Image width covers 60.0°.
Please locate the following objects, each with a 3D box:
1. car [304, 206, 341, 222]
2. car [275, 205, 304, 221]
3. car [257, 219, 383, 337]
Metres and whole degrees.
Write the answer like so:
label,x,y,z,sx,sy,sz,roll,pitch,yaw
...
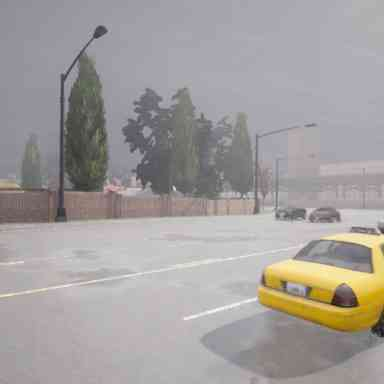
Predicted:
label,x,y,z,sx,sy,sz,roll,pitch,yaw
car,12.246,2.058,30.405,1.812,1.442,4.674,0,-2,39
car,9.946,2.037,33.125,2.128,1.511,4.902,0,-2,39
car,3.570,1.483,6.686,5.366,1.575,1.801,1,-1,-39
